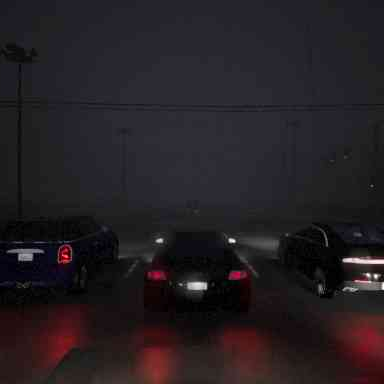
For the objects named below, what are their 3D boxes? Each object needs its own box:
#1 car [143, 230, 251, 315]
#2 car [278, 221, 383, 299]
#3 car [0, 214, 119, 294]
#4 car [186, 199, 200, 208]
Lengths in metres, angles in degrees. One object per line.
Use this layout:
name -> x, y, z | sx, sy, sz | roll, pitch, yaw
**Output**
car -> 0.091, 1.564, 7.646 | 1.994, 1.385, 4.181 | 0, 0, 0
car -> 3.594, 1.492, 8.458 | 2.128, 1.511, 4.902 | 0, 0, 0
car -> -3.407, 1.352, 8.939 | 2.097, 1.767, 4.553 | 0, 0, 0
car -> 0.074, 1.601, 46.420 | 1.895, 1.301, 4.718 | 0, 0, 0
